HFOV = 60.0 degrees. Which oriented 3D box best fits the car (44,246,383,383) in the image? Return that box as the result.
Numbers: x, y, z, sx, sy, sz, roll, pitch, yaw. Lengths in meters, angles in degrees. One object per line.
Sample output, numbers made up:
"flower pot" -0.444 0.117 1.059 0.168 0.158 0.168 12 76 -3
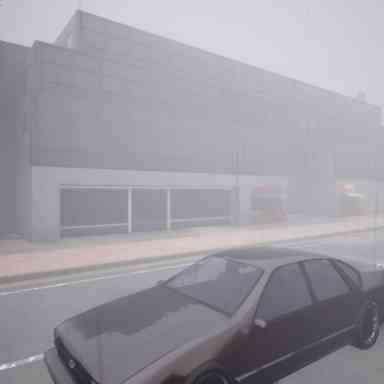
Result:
"car" 0.940 1.548 4.684 5.357 1.411 2.033 0 0 -36
